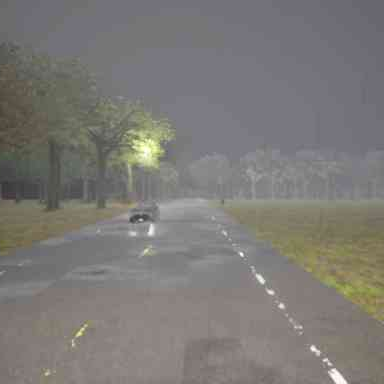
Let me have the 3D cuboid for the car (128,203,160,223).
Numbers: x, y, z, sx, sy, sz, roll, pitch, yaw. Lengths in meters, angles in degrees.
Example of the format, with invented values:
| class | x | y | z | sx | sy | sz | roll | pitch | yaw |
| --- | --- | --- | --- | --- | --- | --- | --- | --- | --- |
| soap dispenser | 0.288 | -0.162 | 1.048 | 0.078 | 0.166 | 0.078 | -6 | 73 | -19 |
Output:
| class | x | y | z | sx | sy | sz | roll | pitch | yaw |
| --- | --- | --- | --- | --- | --- | --- | --- | --- | --- |
| car | -3.465 | 1.514 | 25.259 | 2.033 | 1.411 | 5.357 | 0 | 0 | 0 |
